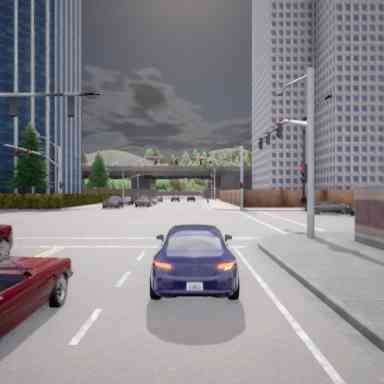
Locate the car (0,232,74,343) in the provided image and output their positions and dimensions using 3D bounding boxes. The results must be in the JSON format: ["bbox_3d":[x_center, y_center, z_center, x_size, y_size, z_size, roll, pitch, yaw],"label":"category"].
[{"bbox_3d":[-3.452,1.599,4.982,1.895,1.301,4.718,0,0,0],"label":"car"}]

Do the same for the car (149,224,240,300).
[{"bbox_3d":[0.058,1.522,8.252,1.812,1.442,4.674,0,0,0],"label":"car"}]

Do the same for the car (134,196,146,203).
[{"bbox_3d":[-10.669,1.572,68.627,1.895,1.301,4.718,0,0,0],"label":"car"}]

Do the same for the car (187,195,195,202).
[{"bbox_3d":[-0.184,1.447,74.528,1.837,1.490,4.892,0,0,0],"label":"car"}]

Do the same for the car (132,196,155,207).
[{"bbox_3d":[-7.217,1.332,49.836,2.097,1.767,4.553,0,0,0],"label":"car"}]

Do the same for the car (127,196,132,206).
[{"bbox_3d":[-10.723,1.468,54.306,2.128,1.511,4.902,0,0,0],"label":"car"}]

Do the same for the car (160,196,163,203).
[{"bbox_3d":[-7.171,1.524,69.538,1.994,1.385,4.181,0,0,0],"label":"car"}]

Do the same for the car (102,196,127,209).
[{"bbox_3d":[-10.710,1.333,45.347,2.097,1.767,4.553,0,0,0],"label":"car"}]

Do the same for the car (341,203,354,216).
[{"bbox_3d":[16.215,1.552,29.966,4.181,1.385,1.994,0,0,0],"label":"car"}]

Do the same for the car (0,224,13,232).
[{"bbox_3d":[-7.123,1.474,9.517,1.882,1.535,5.008,0,0,0],"label":"car"}]

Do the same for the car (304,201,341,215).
[{"bbox_3d":[13.548,1.550,33.472,4.181,1.385,1.994,0,0,0],"label":"car"}]

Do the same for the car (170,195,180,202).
[{"bbox_3d":[-3.684,1.471,74.519,1.812,1.442,4.674,0,0,0],"label":"car"}]

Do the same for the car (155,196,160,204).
[{"bbox_3d":[-7.222,1.577,58.819,1.895,1.301,4.718,0,0,0],"label":"car"}]
